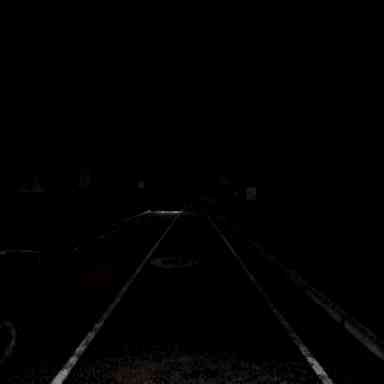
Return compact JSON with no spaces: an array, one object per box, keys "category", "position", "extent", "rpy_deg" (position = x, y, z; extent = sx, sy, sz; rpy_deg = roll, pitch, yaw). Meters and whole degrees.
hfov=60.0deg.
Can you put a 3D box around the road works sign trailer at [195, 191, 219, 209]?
[{"category":"road works sign trailer","position":[2.487,1.586,55.158],"extent":[3.560,2.880,2.380],"rpy_deg":[-4,44,-44]}]

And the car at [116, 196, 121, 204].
[{"category":"car","position":[-21.700,2.233,86.983],"extent":[4.553,1.767,2.185],"rpy_deg":[0,-1,0]}]

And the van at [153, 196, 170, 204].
[{"category":"van","position":[-8.525,2.239,92.600],"extent":[4.442,1.987,1.878],"rpy_deg":[0,-1,0]}]

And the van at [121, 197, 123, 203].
[{"category":"van","position":[-21.841,2.183,89.765],"extent":[4.442,1.987,1.878],"rpy_deg":[0,-1,0]}]

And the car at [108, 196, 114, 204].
[{"category":"car","position":[-21.757,2.222,78.626],"extent":[5.008,1.535,2.097],"rpy_deg":[0,-1,0]}]

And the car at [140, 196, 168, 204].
[{"category":"car","position":[-8.674,2.187,75.783],"extent":[4.892,1.521,2.231],"rpy_deg":[0,-1,0]}]

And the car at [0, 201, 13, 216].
[{"category":"car","position":[-21.881,1.818,34.877],"extent":[4.674,1.452,2.002],"rpy_deg":[0,-1,0]}]

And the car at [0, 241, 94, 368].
[{"category":"car","position":[-3.349,1.630,5.938],"extent":[1.895,1.301,4.718],"rpy_deg":[-1,-2,1]}]

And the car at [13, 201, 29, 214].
[{"category":"car","position":[-21.869,1.810,38.153],"extent":[4.892,1.521,2.231],"rpy_deg":[0,-1,0]}]

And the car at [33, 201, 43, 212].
[{"category":"car","position":[-21.870,1.840,41.426],"extent":[5.008,1.535,2.097],"rpy_deg":[0,-1,0]}]

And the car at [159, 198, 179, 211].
[{"category":"car","position":[-3.227,1.978,48.127],"extent":[1.812,1.442,4.674],"rpy_deg":[0,-1,0]}]

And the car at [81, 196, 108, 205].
[{"category":"car","position":[-21.763,2.149,73.058],"extent":[5.008,1.535,2.097],"rpy_deg":[0,-1,0]}]

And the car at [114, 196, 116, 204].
[{"category":"car","position":[-21.746,2.305,81.412],"extent":[4.674,1.452,2.002],"rpy_deg":[0,-1,0]}]

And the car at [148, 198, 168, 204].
[{"category":"car","position":[-8.664,2.312,84.187],"extent":[4.892,1.521,2.231],"rpy_deg":[0,-1,0]}]

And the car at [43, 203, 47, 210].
[{"category":"car","position":[-21.853,1.911,44.574],"extent":[4.674,1.452,2.002],"rpy_deg":[0,-1,0]}]
